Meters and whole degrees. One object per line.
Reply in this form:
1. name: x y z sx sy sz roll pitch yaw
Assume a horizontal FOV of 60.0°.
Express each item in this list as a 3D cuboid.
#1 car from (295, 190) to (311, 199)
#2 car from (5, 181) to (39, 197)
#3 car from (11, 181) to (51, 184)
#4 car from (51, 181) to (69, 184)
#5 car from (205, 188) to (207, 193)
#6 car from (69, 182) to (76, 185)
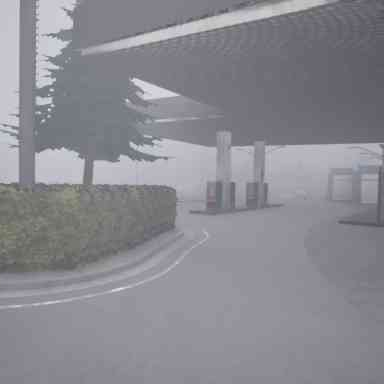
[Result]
1. car: 18.915 0.399 56.682 1.812 1.442 4.674 2 2 35
2. car: -21.692 -0.453 42.409 4.605 1.855 1.932 2 2 35
3. car: -17.164 -0.170 35.189 3.866 1.878 1.905 2 2 35
4. car: -26.689 -1.247 65.440 3.866 1.878 1.905 2 2 35
5. car: 4.975 -0.343 65.563 5.027 1.636 2.152 2 2 35
6. car: -25.349 -1.275 68.052 4.605 1.855 1.932 2 2 35
